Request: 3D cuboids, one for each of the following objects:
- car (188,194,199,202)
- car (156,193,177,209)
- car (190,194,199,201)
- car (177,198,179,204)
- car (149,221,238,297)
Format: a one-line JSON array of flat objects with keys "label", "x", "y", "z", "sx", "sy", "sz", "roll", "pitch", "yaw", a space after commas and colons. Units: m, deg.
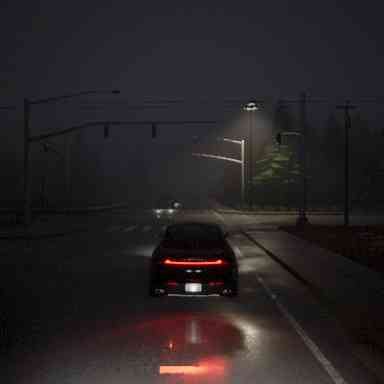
[{"label": "car", "x": 0.286, "y": 1.333, "z": 73.218, "sx": 2.097, "sy": 1.767, "sz": 4.553, "roll": 0, "pitch": 0, "yaw": 2}, {"label": "car", "x": -3.590, "y": 1.201, "z": 45.926, "sx": 2.150, "sy": 2.045, "sz": 5.566, "roll": 0, "pitch": 1, "yaw": 0}, {"label": "car", "x": 0.671, "y": 1.274, "z": 83.258, "sx": 2.097, "sy": 1.767, "sz": 4.553, "roll": 0, "pitch": 0, "yaw": 2}, {"label": "car", "x": -3.469, "y": 1.547, "z": 63.415, "sx": 1.994, "sy": 1.385, "sz": 4.181, "roll": 0, "pitch": 0, "yaw": 1}, {"label": "car", "x": 0.049, "y": 1.499, "z": 8.525, "sx": 1.837, "sy": 1.490, "sz": 4.892, "roll": 0, "pitch": 0, "yaw": 1}]
